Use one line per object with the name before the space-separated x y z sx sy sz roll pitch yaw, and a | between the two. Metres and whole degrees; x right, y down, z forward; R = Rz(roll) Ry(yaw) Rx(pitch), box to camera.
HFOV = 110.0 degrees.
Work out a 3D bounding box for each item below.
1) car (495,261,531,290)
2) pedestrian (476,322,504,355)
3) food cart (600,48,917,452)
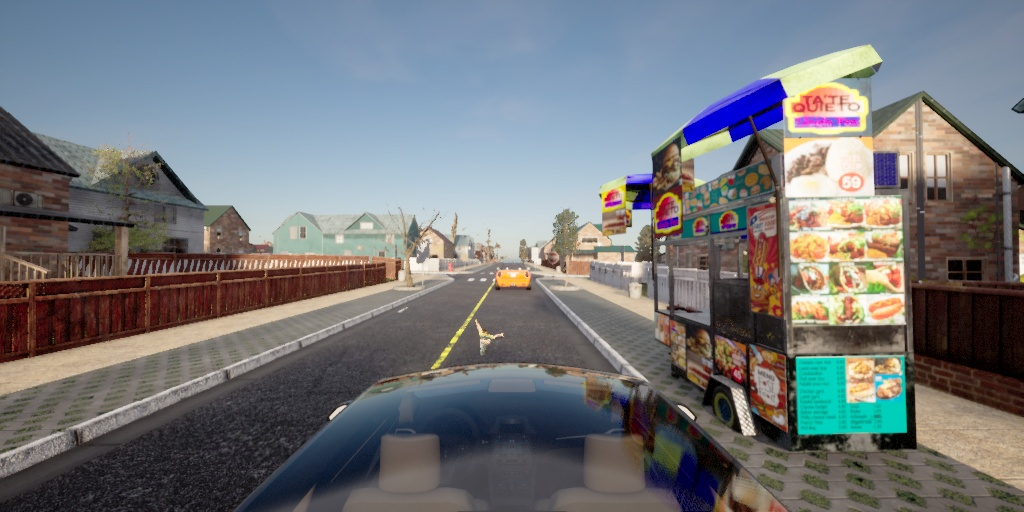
car | 0.083 1.121 22.511 2.097 1.767 4.553 0 0 0
pedestrian | -0.479 1.748 7.081 0.500 0.500 1.100 14 -2 -7
food cart | 3.012 0.216 5.062 2.280 3.560 4.660 0 0 0
